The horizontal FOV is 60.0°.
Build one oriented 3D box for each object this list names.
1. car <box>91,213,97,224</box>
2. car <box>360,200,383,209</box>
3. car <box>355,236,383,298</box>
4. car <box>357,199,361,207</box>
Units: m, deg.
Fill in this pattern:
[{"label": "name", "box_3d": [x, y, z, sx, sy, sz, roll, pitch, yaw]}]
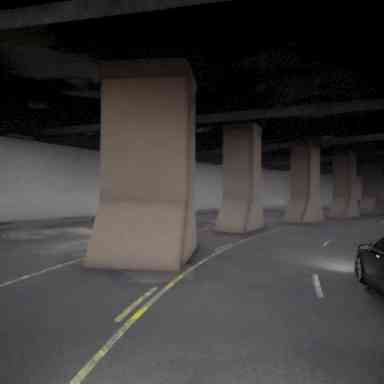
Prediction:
[{"label": "car", "box_3d": [-4.241, 1.439, 21.215, 1.812, 1.442, 4.674, 1, 0, 31]}, {"label": "car", "box_3d": [26.177, 1.840, 46.482, 4.718, 1.301, 1.895, 1, 0, -31]}, {"label": "car", "box_3d": [4.697, 1.550, 6.648, 1.837, 1.490, 4.892, 0, 0, 14]}, {"label": "car", "box_3d": [24.443, 1.739, 49.501, 4.674, 1.442, 1.812, 1, 0, -31]}]
